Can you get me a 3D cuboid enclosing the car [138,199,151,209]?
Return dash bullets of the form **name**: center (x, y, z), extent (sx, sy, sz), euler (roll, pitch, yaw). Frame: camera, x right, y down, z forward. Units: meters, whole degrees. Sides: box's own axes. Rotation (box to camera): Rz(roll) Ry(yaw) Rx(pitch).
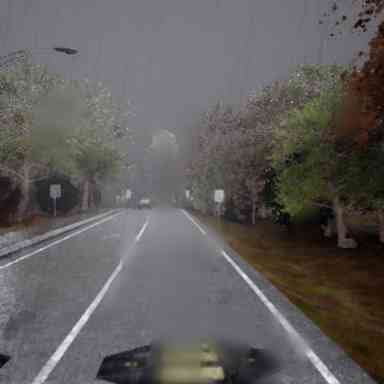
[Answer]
- **car**: center (-7.239, 1.879, 51.205), extent (1.812, 1.442, 4.674), euler (0, -2, -4)
